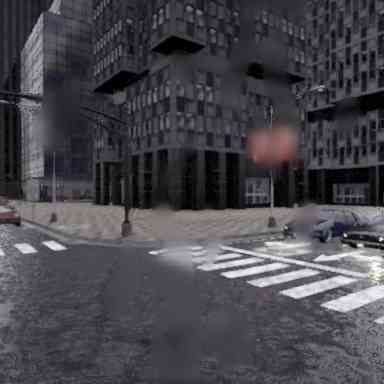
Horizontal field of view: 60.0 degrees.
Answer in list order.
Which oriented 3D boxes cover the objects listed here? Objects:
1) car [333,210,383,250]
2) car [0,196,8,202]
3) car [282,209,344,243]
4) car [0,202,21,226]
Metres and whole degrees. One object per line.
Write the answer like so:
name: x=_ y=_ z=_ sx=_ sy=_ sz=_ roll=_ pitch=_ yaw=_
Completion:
car: x=8.471 y=1.579 z=13.679 sx=5.357 sy=1.411 sz=2.033 roll=0 pitch=0 yaw=-32
car: x=-15.598 y=1.256 z=26.159 sx=2.192 sy=1.841 sz=5.009 roll=0 pitch=0 yaw=-36
car: x=6.892 y=1.587 z=16.576 sx=5.357 sy=1.411 sz=2.033 roll=0 pitch=0 yaw=-35
car: x=-12.254 y=1.532 z=21.618 sx=1.802 sy=1.307 sz=4.206 roll=0 pitch=0 yaw=-36
